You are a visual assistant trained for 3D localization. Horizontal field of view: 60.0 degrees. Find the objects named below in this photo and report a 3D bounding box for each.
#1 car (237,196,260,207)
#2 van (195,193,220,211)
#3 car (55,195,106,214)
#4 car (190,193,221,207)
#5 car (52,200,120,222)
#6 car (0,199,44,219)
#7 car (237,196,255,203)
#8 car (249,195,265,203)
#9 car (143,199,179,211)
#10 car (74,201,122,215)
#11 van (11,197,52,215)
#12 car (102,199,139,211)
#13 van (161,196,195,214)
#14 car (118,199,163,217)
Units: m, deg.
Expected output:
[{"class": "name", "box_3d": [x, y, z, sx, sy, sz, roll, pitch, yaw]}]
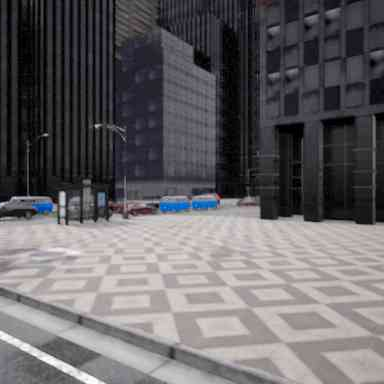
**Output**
[{"class": "car", "box_3d": [8.142, 1.597, 49.612, 1.802, 1.307, 4.206, 0, 0, 36]}, {"class": "van", "box_3d": [1.548, 1.358, 40.368, 1.690, 1.788, 3.998, 0, 0, 36]}, {"class": "car", "box_3d": [-11.988, 1.326, 36.074, 2.192, 1.841, 5.009, 0, 0, 36]}, {"class": "car", "box_3d": [2.166, 1.228, 51.242, 2.150, 2.045, 5.566, 0, 0, 36]}, {"class": "car", "box_3d": [-8.344, 1.578, 26.503, 2.008, 1.369, 4.403, 0, 0, 36]}, {"class": "car", "box_3d": [-15.049, 1.547, 27.195, 1.812, 1.442, 4.674, 0, 0, 37]}, {"class": "car", "box_3d": [11.093, 1.552, 68.427, 2.008, 1.369, 4.403, 0, 0, 36]}, {"class": "car", "box_3d": [14.390, 1.442, 73.049, 1.967, 1.590, 4.097, 0, 0, 36]}, {"class": "car", "box_3d": [-3.911, 1.610, 42.801, 1.895, 1.301, 4.718, 0, 0, 36]}, {"class": "car", "box_3d": [-9.700, 1.615, 34.700, 1.895, 1.301, 4.718, 0, 0, 35]}, {"class": "van", "box_3d": [-15.285, 1.356, 31.452, 1.690, 1.788, 3.998, 0, 0, 36]}, {"class": "car", "box_3d": [-8.691, 1.589, 40.697, 1.802, 1.307, 4.206, 0, 0, 36]}, {"class": "van", "box_3d": [-1.749, 1.361, 35.747, 1.690, 1.788, 3.998, 0, 0, 36]}, {"class": "car", "box_3d": [-5.047, 1.605, 31.125, 1.802, 1.307, 4.206, 0, 0, 36]}]
